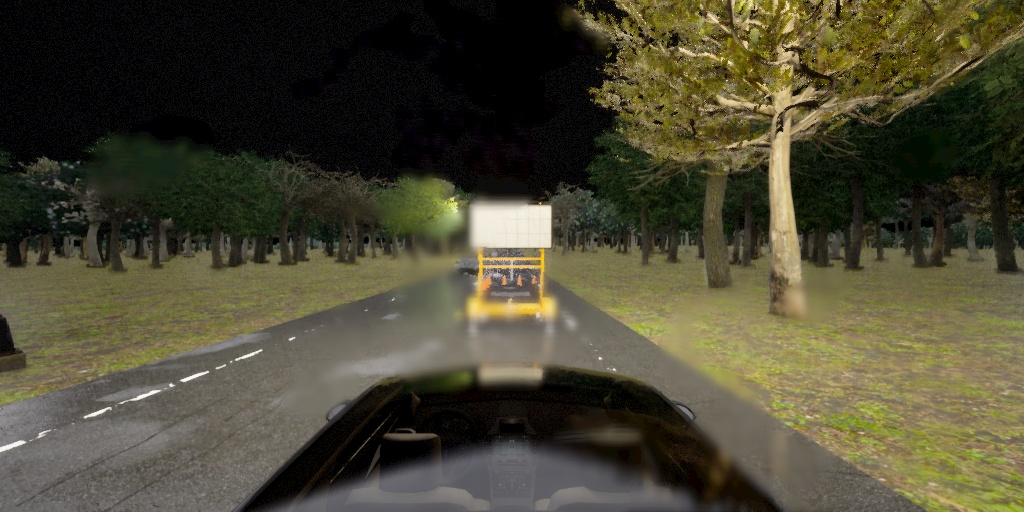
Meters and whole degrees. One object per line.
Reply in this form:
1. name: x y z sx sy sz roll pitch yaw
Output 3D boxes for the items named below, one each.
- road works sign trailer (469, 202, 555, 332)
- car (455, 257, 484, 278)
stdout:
1. road works sign trailer: -0.006 0.194 10.732 2.380 3.560 2.880 0 0 0
2. car: -3.617 0.897 31.215 2.097 1.767 4.553 0 1 0
